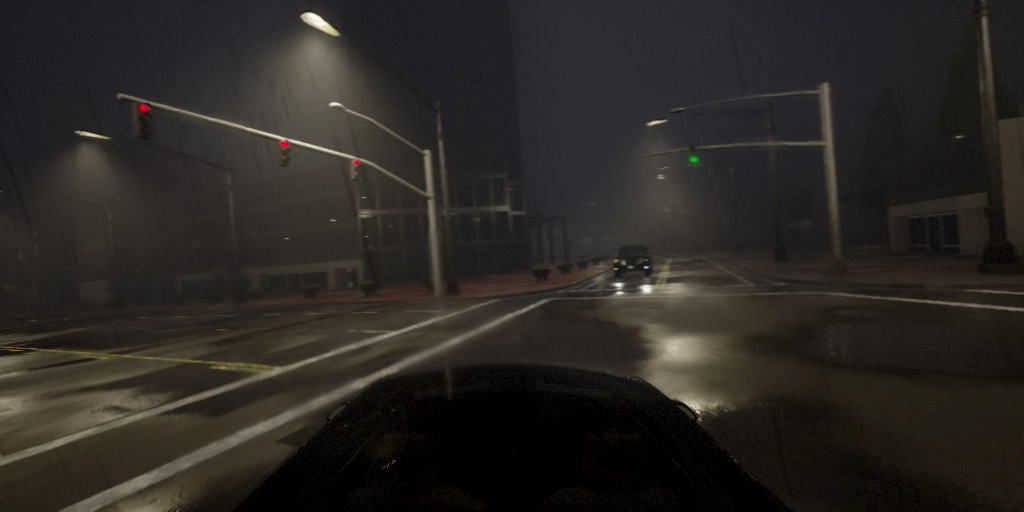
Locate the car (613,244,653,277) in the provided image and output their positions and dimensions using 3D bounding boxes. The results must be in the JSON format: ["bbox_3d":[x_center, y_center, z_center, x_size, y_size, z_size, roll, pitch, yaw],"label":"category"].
[{"bbox_3d":[8.315,0.233,24.402,2.150,2.045,5.566,-4,0,24],"label":"car"}]
